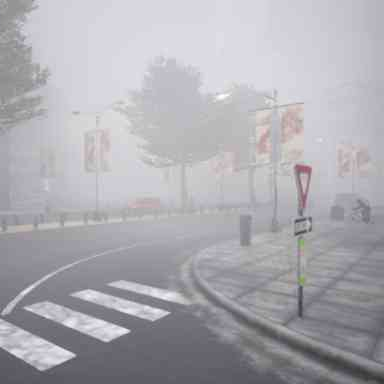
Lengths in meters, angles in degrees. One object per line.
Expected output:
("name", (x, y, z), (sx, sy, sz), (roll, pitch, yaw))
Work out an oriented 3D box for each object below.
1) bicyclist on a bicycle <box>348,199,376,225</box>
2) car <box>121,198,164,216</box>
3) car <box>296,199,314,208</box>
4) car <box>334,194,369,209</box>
("bicyclist on a bicycle", (11.117, 1.313, 21.825), (1.656, 1.620, 0.582), (0, 0, 37))
("car", (-4.905, 1.347, 32.912), (2.097, 1.767, 4.553), (0, 0, 37))
("car", (16.849, 1.619, 49.378), (1.895, 1.301, 4.718), (0, 0, 28))
("car", (22.386, 1.246, 46.665), (5.566, 2.045, 2.150), (0, 0, -31))
